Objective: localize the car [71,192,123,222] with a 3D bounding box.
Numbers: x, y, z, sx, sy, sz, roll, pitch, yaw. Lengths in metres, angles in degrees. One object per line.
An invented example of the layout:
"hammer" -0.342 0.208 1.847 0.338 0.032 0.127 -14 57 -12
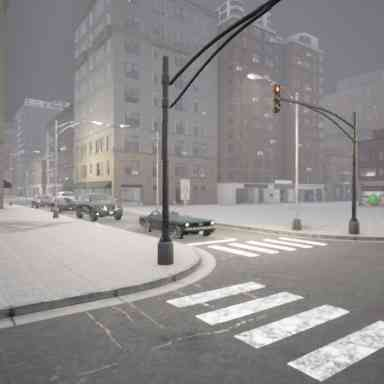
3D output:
"car" -7.366 1.104 26.018 2.150 2.045 5.566 0 0 -35

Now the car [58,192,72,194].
"car" -17.618 1.004 45.445 2.150 2.045 5.566 0 0 -35

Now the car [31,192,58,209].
"car" -19.154 1.142 42.603 2.097 1.767 4.553 0 0 -35

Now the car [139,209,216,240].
"car" -0.869 1.537 16.941 1.895 1.301 4.718 0 0 -36

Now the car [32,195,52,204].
"car" -25.510 1.273 56.495 2.033 1.411 5.357 0 0 -35

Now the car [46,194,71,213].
"car" -13.244 1.314 34.271 1.882 1.535 5.008 0 0 -36
